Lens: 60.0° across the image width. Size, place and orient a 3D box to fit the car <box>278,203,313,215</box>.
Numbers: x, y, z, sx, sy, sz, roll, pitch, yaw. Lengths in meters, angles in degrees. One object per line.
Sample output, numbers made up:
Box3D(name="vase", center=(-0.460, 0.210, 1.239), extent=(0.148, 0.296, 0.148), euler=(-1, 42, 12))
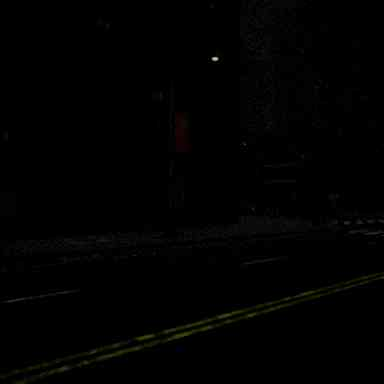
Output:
Box3D(name="car", center=(12.271, 1.911, 39.474), extent=(1.947, 1.339, 4.313), euler=(1, -1, -35))

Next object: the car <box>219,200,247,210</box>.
Box3D(name="car", center=(5.920, 1.924, 48.482), extent=(1.802, 1.307, 4.206), euler=(1, -1, -35))

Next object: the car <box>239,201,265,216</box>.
Box3D(name="car", center=(5.714, 1.672, 34.852), extent=(1.967, 1.590, 4.097), euler=(1, -1, -35))
